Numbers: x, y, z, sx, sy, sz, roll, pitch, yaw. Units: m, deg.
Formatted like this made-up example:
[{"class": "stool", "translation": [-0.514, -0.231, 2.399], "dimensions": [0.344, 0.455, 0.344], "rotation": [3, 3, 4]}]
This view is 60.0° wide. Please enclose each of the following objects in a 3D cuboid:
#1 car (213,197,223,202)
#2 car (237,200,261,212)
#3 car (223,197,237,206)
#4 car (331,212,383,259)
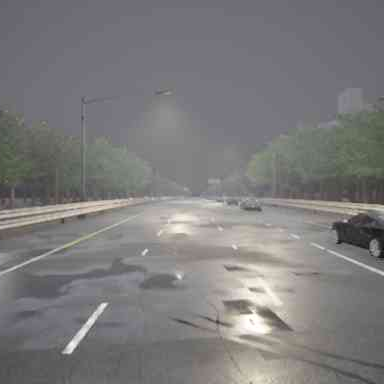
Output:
[{"class": "car", "translation": [7.231, 2.021, 87.258], "dimensions": [1.994, 1.385, 4.181], "rotation": [0, -1, 0]}, {"class": "car", "translation": [7.006, 1.595, 40.067], "dimensions": [1.994, 1.385, 4.181], "rotation": [0, 0, 0]}, {"class": "car", "translation": [7.071, 1.648, 59.407], "dimensions": [1.837, 1.490, 4.892], "rotation": [0, -1, 0]}, {"class": "car", "translation": [7.048, 1.483, 12.597], "dimensions": [1.882, 1.535, 5.008], "rotation": [0, 0, -1]}]
